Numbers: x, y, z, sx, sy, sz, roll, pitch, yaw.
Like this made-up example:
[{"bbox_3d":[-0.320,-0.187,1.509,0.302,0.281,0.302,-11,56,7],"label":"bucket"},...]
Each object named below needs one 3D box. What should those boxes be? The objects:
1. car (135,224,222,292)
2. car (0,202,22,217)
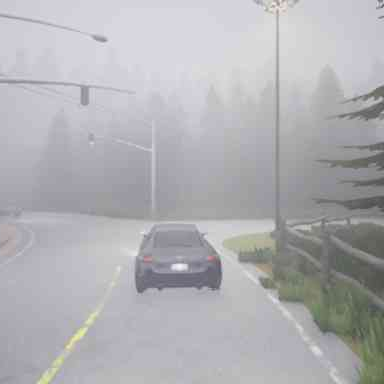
[{"bbox_3d":[-0.469,1.534,8.973,1.994,1.385,4.181,0,0,-6],"label":"car"},{"bbox_3d":[-16.646,1.506,28.405,4.718,1.301,1.895,0,0,31],"label":"car"}]
